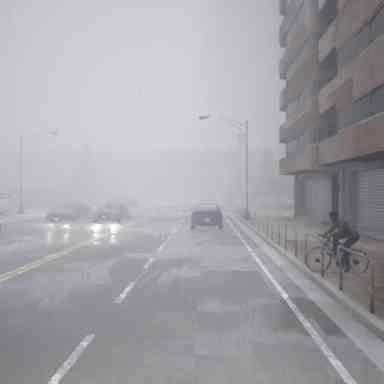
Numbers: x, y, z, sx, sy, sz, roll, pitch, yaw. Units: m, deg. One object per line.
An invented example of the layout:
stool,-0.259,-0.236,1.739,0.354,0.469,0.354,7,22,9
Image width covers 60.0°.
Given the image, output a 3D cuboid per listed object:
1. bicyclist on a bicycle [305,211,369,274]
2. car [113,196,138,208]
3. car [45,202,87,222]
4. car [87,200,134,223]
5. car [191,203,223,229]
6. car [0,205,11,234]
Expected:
bicyclist on a bicycle,3.780,1.334,8.607,1.656,1.620,0.582,4,0,2
car,-9.974,1.319,47.114,4.553,1.767,2.097,0,0,27
car,-9.464,1.534,26.161,2.033,1.411,5.357,0,0,3
car,-6.020,1.552,25.059,1.994,1.385,4.181,0,0,3
car,0.966,1.467,21.738,1.882,1.535,5.008,0,0,2
car,-10.055,1.499,13.992,1.837,1.490,4.892,0,0,3
